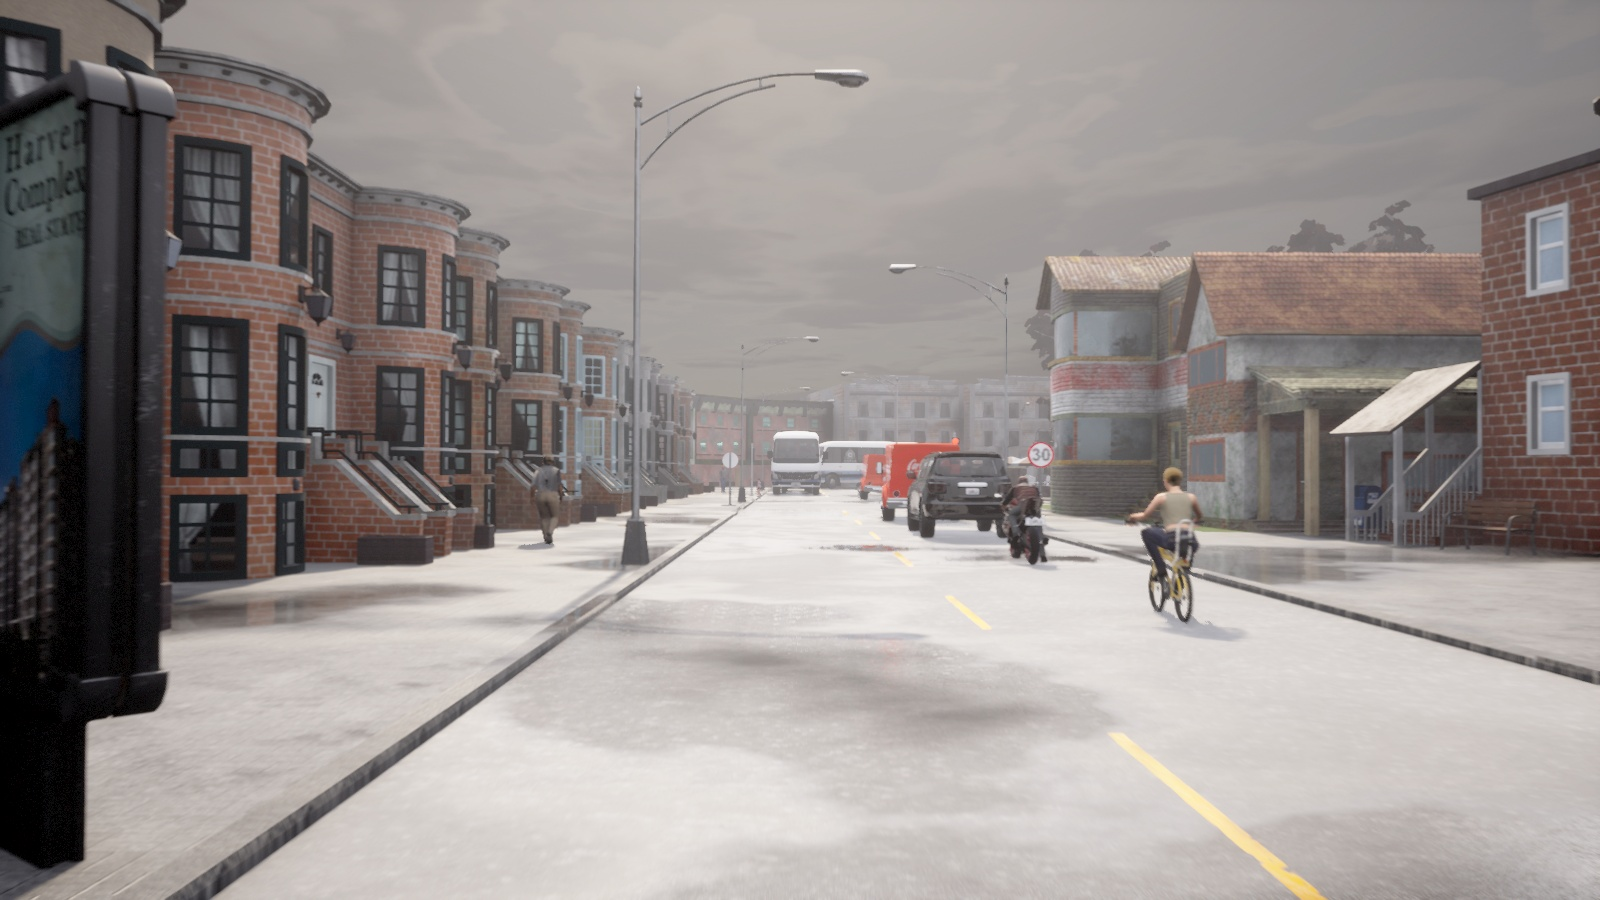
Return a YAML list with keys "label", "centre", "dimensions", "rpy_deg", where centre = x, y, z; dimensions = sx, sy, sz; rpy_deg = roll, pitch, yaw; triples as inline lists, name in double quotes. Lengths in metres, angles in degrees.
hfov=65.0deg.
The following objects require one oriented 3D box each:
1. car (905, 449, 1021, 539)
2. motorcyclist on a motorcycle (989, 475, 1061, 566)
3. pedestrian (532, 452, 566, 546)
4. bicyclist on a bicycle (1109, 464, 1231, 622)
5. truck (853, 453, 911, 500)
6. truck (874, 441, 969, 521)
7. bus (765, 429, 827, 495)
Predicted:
- label: "car"
  centre: [3.925, 1.041, 31.245]
  dimensions: [2.150, 2.045, 5.566]
  rpy_deg: [0, -1, 0]
- label: "motorcyclist on a motorcycle"
  centre: [3.948, 1.205, 22.175]
  dimensions: [0.866, 1.530, 2.191]
  rpy_deg: [0, -1, 0]
- label: "pedestrian"
  centre: [-4.964, 0.960, 24.865]
  dimensions: [0.540, 1.848, 0.694]
  rpy_deg: [0, -1, -1]
- label: "bicyclist on a bicycle"
  centre: [3.964, 0.963, 13.581]
  dimensions: [0.866, 1.612, 1.509]
  rpy_deg: [0, -1, 0]
- label: "truck"
  centre: [4.544, 1.493, 70.779]
  dimensions: [2.627, 2.467, 5.204]
  rpy_deg: [2, -1, -3]
- label: "truck"
  centre: [3.896, 1.005, 41.359]
  dimensions: [2.627, 2.467, 5.204]
  rpy_deg: [0, -1, 0]
- label: "bus"
  centre: [-0.223, 0.883, 86.248]
  dimensions: [3.944, 4.253, 10.273]
  rpy_deg: [0, -1, 0]
